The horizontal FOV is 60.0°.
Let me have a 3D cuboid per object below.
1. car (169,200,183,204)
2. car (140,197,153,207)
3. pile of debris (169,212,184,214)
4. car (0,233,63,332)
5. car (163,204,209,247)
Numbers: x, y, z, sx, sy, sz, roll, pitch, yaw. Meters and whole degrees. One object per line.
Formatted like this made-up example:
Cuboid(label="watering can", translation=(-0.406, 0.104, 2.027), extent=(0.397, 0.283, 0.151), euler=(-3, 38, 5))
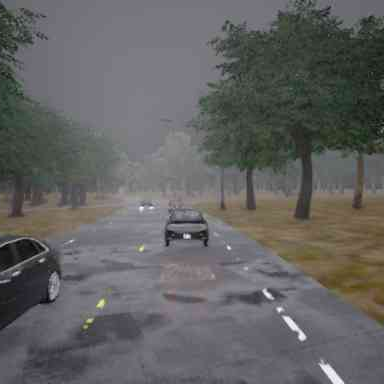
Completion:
Cuboid(label="car", translation=(-1.817, 1.631, 37.594), extent=(2.033, 1.411, 5.357), euler=(0, 0, -6))
Cuboid(label="car", translation=(-7.374, 1.613, 54.215), extent=(1.837, 1.490, 4.892), euler=(0, 0, -8))
Cuboid(label="pile of debris", translation=(-1.665, 2.257, 35.442), extent=(1.500, 0.140, 1.860), euler=(0, 0, -5))
Cuboid(label="car", translation=(-3.683, 1.513, 5.366), extent=(1.837, 1.490, 4.892), euler=(0, 0, -1))
Cuboid(label="car", translation=(-0.280, 1.520, 15.346), extent=(2.128, 1.511, 4.902), euler=(0, 0, -2))
